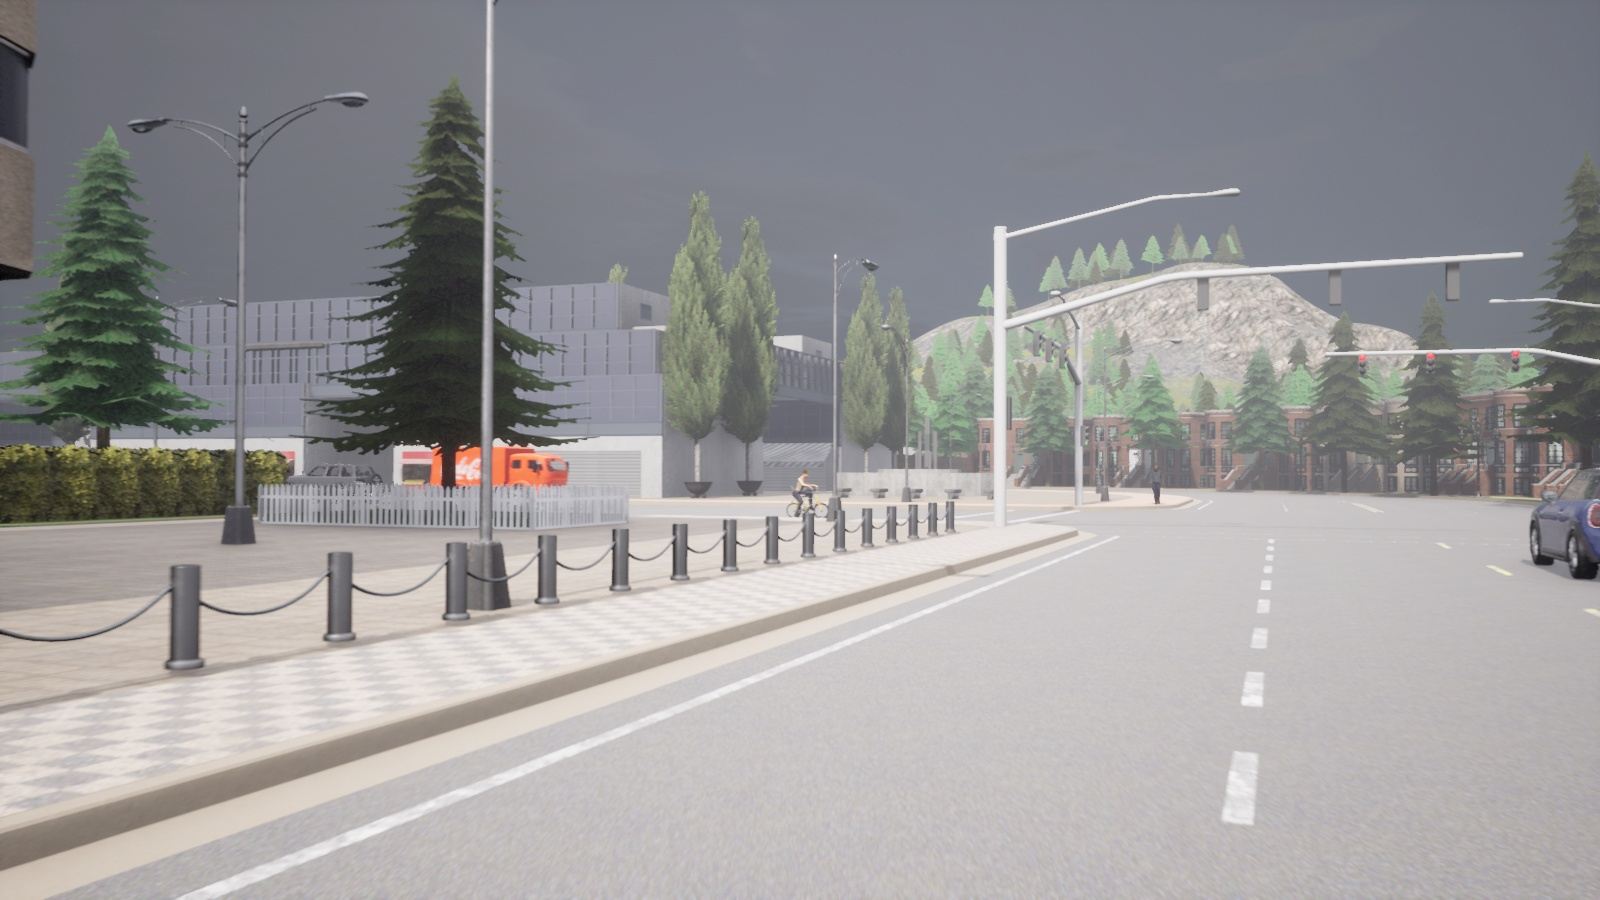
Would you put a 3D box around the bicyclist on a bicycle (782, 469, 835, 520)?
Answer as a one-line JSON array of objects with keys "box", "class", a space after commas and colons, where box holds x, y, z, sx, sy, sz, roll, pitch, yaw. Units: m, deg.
[{"box": [0.281, 1.432, 40.865, 1.509, 1.612, 0.866, -1, -1, 21], "class": "bicyclist on a bicycle"}]

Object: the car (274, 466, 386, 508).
[{"box": [-21.151, 1.658, 56.530, 4.605, 1.855, 1.932, -1, -1, 21], "class": "car"}]

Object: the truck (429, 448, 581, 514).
[{"box": [-11.501, 1.193, 49.107, 5.204, 2.467, 2.627, -1, -1, 21], "class": "truck"}]

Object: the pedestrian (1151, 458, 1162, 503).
[{"box": [15.493, 1.322, 54.538, 0.423, 1.949, 0.788, 0, -1, 15], "class": "pedestrian"}]

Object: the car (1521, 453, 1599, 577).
[{"box": [12.976, 0.952, 19.791, 2.097, 1.767, 4.553, -1, -1, 21], "class": "car"}]
